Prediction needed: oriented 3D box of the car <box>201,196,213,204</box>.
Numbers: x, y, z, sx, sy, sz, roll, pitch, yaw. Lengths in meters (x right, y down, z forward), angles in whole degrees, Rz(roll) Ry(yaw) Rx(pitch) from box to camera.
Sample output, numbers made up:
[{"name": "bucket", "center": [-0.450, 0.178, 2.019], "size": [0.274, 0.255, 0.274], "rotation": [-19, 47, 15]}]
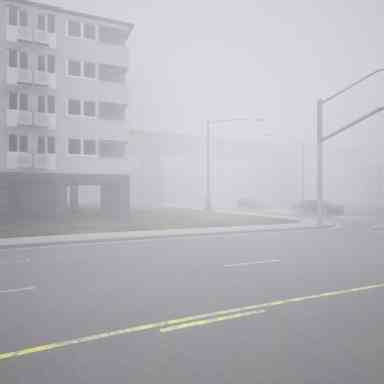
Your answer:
[{"name": "car", "center": [2.854, 1.507, 61.914], "size": [1.837, 1.490, 4.892], "rotation": [0, -1, 4]}]

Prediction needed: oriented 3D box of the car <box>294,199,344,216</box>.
[{"name": "car", "center": [12.926, 1.505, 33.439], "size": [1.837, 1.490, 4.892], "rotation": [0, 0, -25]}]

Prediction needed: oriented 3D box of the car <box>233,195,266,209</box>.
[{"name": "car", "center": [7.741, 1.492, 44.538], "size": [2.128, 1.511, 4.902], "rotation": [0, 0, -25]}]

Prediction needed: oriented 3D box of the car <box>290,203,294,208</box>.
[{"name": "car", "center": [14.149, 1.547, 39.530], "size": [2.033, 1.411, 5.357], "rotation": [0, 0, -25]}]
